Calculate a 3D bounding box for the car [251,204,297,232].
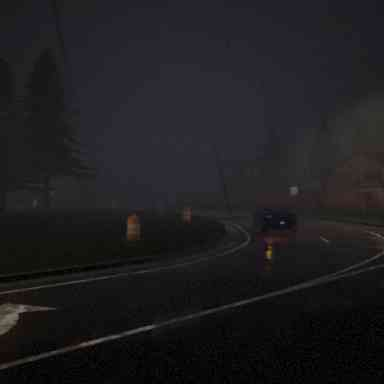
[{"bbox_3d":[4.836,1.481,20.030,1.882,1.535,5.008,1,0,1],"label":"car"}]
